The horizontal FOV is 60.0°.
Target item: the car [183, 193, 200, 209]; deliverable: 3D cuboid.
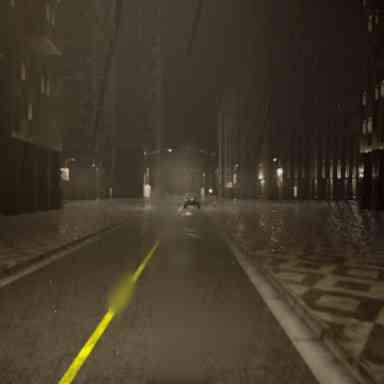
[{"bbox_3d":[-0.029,1.202,46.179,2.150,2.045,5.566,0,0,0],"label":"car"}]
